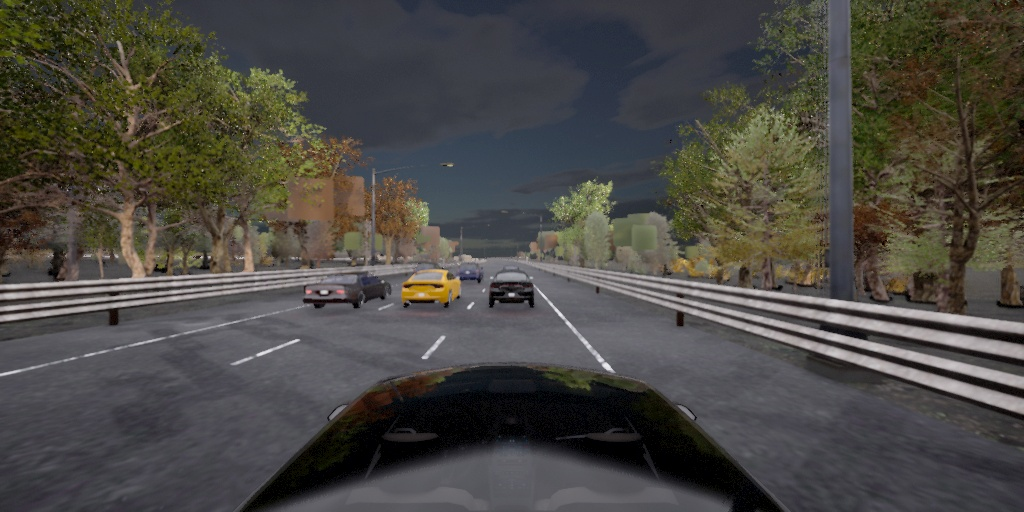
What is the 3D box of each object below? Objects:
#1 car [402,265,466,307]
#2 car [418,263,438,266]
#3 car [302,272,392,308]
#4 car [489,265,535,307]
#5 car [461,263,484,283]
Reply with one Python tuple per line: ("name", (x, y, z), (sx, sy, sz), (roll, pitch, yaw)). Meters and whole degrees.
("car", (-3.516, 1.364, 16.400), (1.882, 1.535, 5.008), (0, 0, 0))
("car", (-7.085, 1.370, 30.985), (2.097, 1.767, 4.553), (0, -1, 0))
("car", (-7.019, 1.429, 15.901), (2.033, 1.411, 5.357), (0, 0, 0))
("car", (-0.017, 1.364, 16.405), (1.882, 1.535, 5.008), (0, 0, 0))
("car", (-3.584, 1.371, 31.011), (2.097, 1.767, 4.553), (0, -1, 0))
